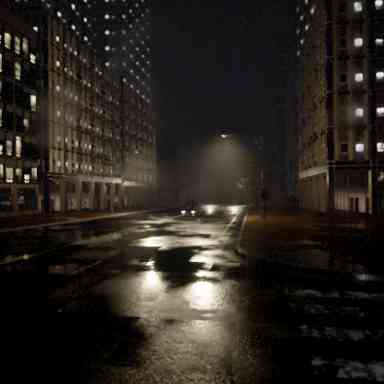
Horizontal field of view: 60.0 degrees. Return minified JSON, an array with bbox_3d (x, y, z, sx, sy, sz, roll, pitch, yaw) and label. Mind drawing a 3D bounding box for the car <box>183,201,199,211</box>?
[{"bbox_3d":[-0.135,2.207,54.493,1.882,1.535,5.008,-1,-1,10],"label":"car"}]
